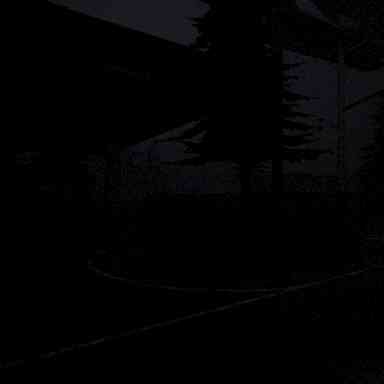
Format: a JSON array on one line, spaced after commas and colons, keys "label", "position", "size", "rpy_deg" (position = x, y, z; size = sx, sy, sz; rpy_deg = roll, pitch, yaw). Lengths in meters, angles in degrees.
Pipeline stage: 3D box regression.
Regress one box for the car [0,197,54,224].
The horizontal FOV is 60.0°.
[{"label": "car", "position": [-11.955, 1.313, 23.487], "size": [3.866, 1.878, 1.905], "rpy_deg": [0, 0, -36]}]
